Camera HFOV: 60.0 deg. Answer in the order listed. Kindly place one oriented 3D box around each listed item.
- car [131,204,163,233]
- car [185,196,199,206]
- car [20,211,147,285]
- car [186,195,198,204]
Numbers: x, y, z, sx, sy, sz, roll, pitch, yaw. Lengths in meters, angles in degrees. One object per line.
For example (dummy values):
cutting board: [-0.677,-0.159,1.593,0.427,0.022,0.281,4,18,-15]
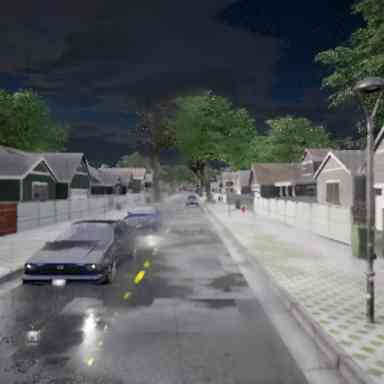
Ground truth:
car: [-2.749,1.480,19.561,1.812,1.442,4.674,0,0,0]
car: [0.003,1.401,50.350,2.033,1.411,5.357,0,0,0]
car: [-2.803,1.527,9.712,2.033,1.411,5.357,0,0,0]
car: [0.003,1.364,60.767,2.033,1.411,5.357,0,0,0]
